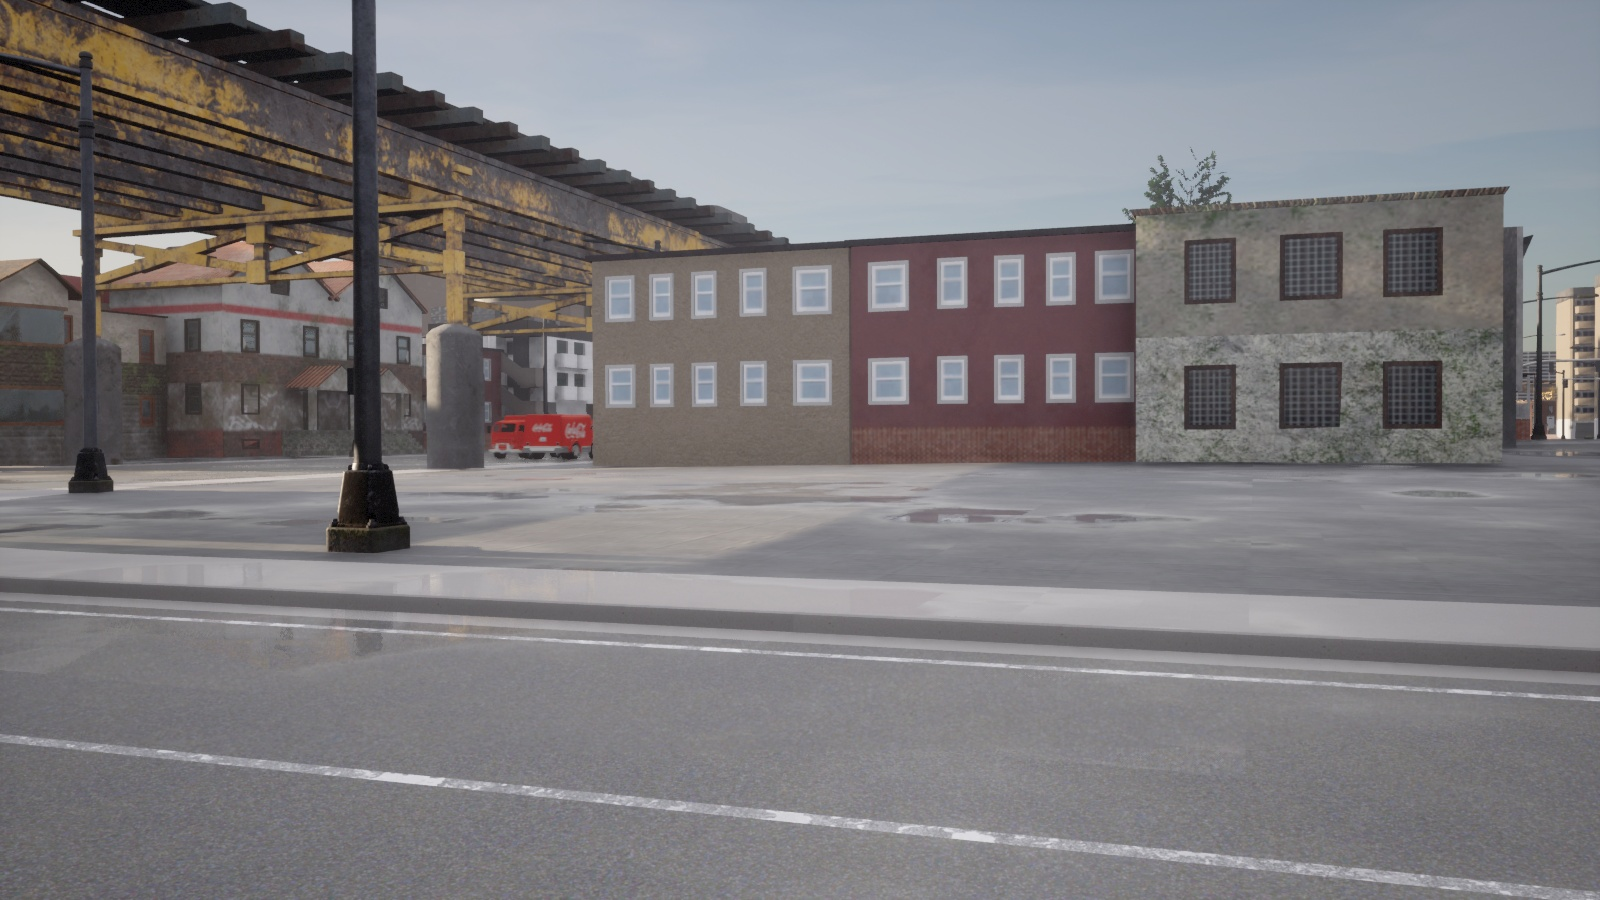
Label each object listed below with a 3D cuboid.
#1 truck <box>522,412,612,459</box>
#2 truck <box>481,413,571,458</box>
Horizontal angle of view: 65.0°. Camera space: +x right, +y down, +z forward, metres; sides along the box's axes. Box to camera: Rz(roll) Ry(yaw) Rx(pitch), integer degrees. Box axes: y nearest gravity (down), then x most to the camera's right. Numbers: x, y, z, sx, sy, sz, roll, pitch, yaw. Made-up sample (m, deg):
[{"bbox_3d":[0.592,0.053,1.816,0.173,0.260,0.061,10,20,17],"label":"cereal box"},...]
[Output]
[{"bbox_3d":[-12.778,-0.818,69.240,2.627,2.467,5.204,1,1,20],"label":"truck"},{"bbox_3d":[-15.591,-0.868,71.749,2.627,2.467,5.204,1,1,20],"label":"truck"}]
